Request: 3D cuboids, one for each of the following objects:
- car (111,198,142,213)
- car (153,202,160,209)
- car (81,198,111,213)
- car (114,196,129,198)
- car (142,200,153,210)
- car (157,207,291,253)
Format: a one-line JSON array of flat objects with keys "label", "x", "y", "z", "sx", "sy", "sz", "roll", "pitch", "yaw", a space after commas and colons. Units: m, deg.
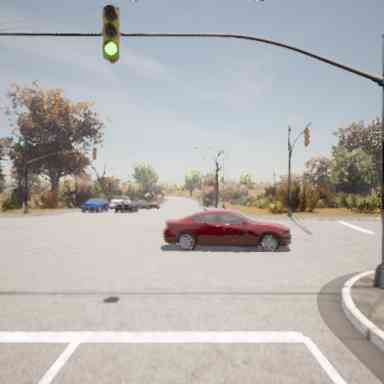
[{"label": "car", "x": -7.093, "y": 1.561, "z": 36.328, "sx": 1.895, "sy": 1.301, "sz": 4.718, "roll": 0, "pitch": -1, "yaw": 0}, {"label": "car", "x": -6.998, "y": 2.466, "z": 60.677, "sx": 1.895, "sy": 1.301, "sz": 4.718, "roll": 0, "pitch": -3, "yaw": 0}, {"label": "car", "x": -10.602, "y": 1.445, "z": 36.692, "sx": 1.882, "sy": 1.535, "sz": 5.008, "roll": 0, "pitch": -1, "yaw": 0}, {"label": "car", "x": -10.577, "y": 1.560, "z": 49.253, "sx": 2.150, "sy": 2.045, "sz": 5.566, "roll": 0, "pitch": -2, "yaw": 1}, {"label": "car", "x": -7.082, "y": 1.805, "z": 46.688, "sx": 1.994, "sy": 1.385, "sz": 4.181, "roll": 0, "pitch": -2, "yaw": 0}, {"label": "car", "x": 1.329, "y": 1.448, "z": 13.205, "sx": 5.008, "sy": 1.535, "sz": 1.882, "roll": 0, "pitch": 0, "yaw": 6}]
